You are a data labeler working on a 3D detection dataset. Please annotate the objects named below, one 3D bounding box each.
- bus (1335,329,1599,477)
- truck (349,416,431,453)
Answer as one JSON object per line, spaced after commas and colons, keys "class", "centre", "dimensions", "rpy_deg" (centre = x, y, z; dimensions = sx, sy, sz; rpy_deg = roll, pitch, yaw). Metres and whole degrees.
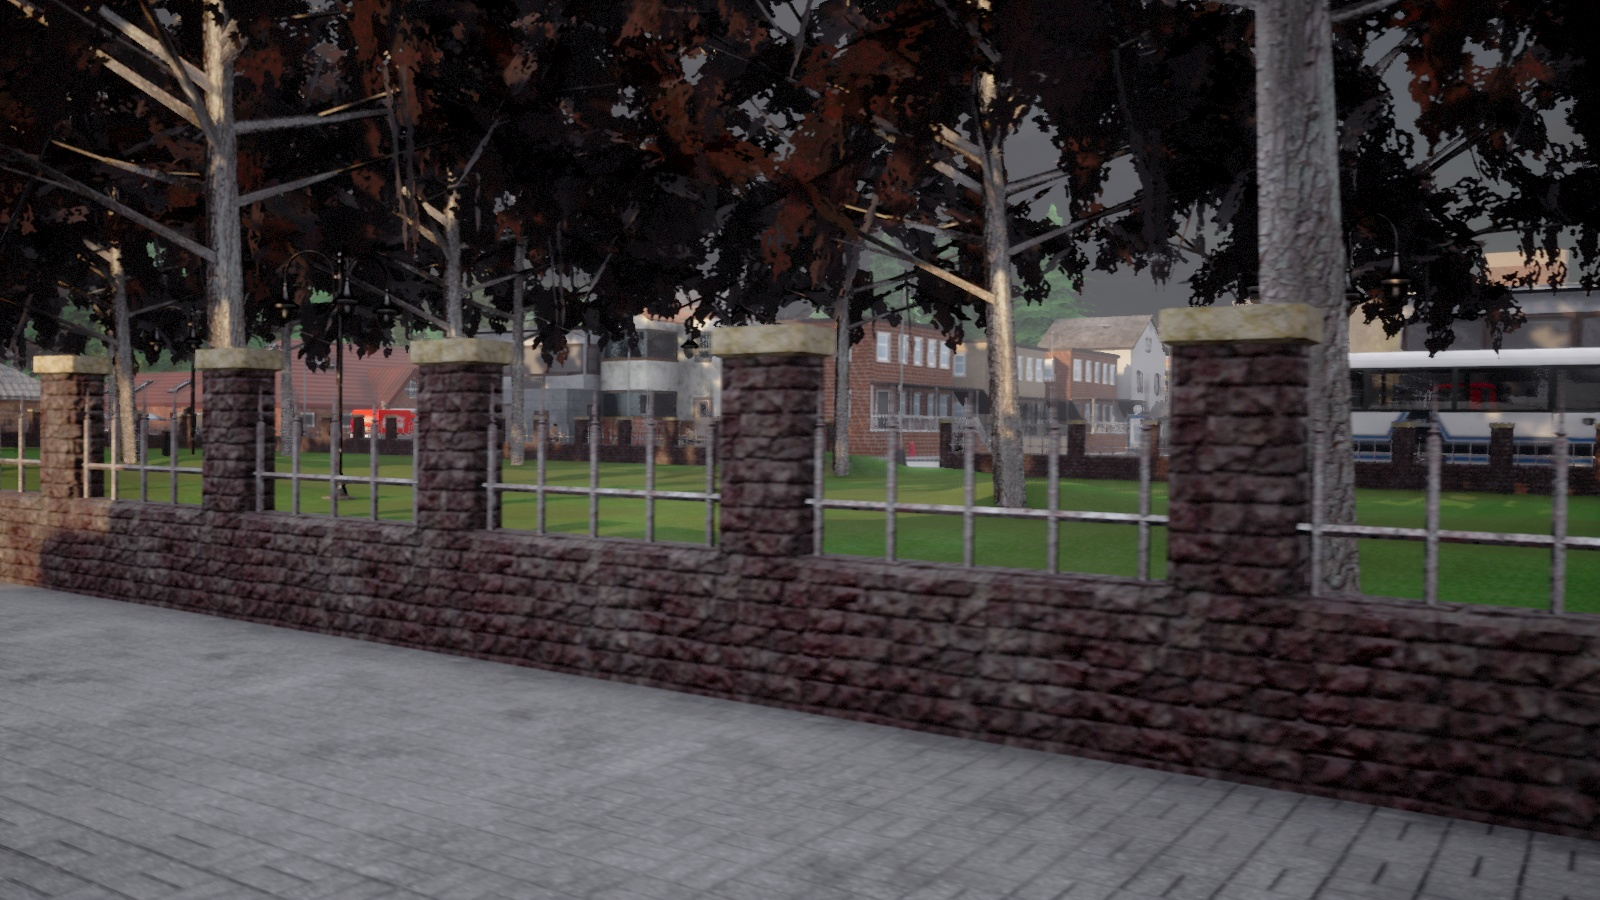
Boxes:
{"class": "bus", "centre": [22.441, -1.391, 38.805], "dimensions": [10.273, 4.253, 3.944], "rpy_deg": [0, 1, 34]}
{"class": "truck", "centre": [-28.284, -1.050, 86.858], "dimensions": [2.627, 2.467, 5.204], "rpy_deg": [0, 1, 23]}
